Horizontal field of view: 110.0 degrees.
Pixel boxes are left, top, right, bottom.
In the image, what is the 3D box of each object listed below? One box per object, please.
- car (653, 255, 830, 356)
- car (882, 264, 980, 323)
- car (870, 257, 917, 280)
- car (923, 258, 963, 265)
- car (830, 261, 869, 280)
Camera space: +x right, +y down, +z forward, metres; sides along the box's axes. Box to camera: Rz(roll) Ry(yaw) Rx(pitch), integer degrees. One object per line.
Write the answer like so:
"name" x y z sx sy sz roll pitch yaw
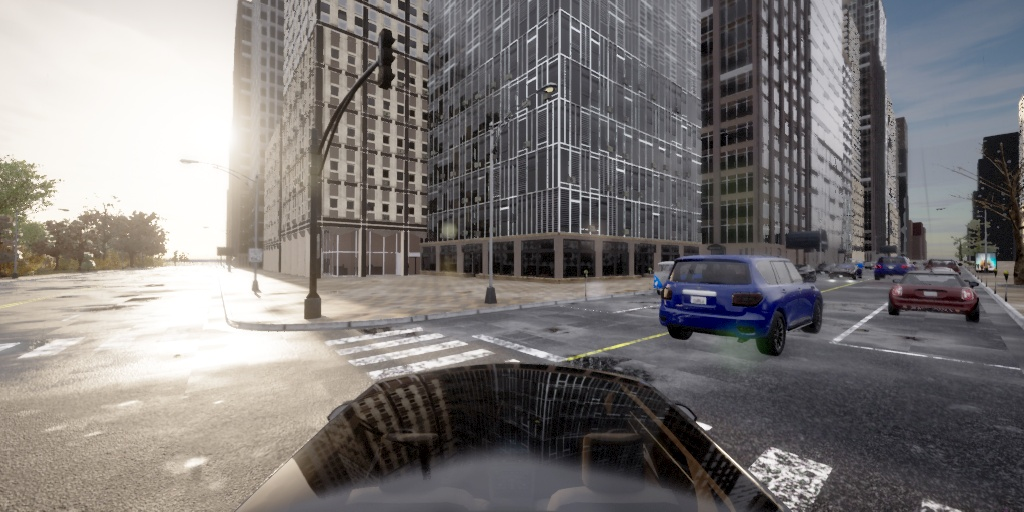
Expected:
"car" 5.867 0.995 8.963 5.566 2.045 2.150 0 0 -39
"car" 14.534 1.211 12.382 4.097 1.591 1.967 0 0 -39
"car" 33.514 1.066 31.369 5.566 2.045 2.150 0 0 -38
"car" 36.516 1.144 30.431 5.009 1.841 2.192 0 0 -39
"car" 31.252 1.413 33.490 5.357 1.411 2.033 0 -1 -39
